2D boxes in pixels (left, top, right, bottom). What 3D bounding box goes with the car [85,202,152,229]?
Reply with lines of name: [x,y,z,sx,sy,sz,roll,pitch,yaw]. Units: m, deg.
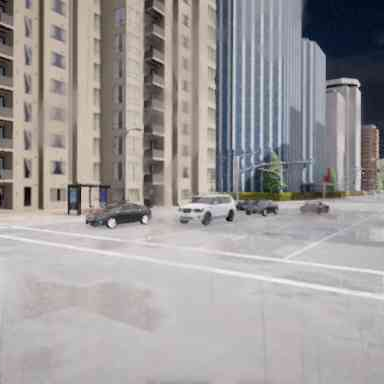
car: [-4.684,1.462,21.781,1.837,1.490,4.892,0,0,36]

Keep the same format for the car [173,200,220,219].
car: [0.491,1.482,29.186,1.812,1.442,4.674,0,0,35]

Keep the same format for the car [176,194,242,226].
car: [1.171,1.199,24.041,2.150,2.045,5.566,0,0,35]

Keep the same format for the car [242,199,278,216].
car: [6.782,1.480,32.114,1.837,1.490,4.892,0,0,35]

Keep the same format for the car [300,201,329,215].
car: [12.712,1.596,34.215,1.895,1.301,4.718,0,0,35]

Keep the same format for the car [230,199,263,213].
car: [6.142,1.518,37.305,1.994,1.385,4.181,0,0,35]
